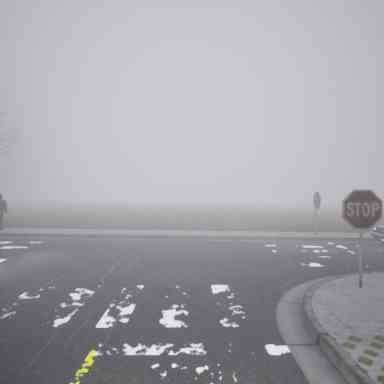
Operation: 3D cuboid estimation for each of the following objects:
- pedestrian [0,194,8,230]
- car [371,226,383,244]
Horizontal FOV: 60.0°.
[{"bbox_3d":[-9.699,0.999,16.883,0.375,1.860,0.375,0,-1,0],"label":"pedestrian"},{"bbox_3d":[10.291,1.756,14.105,4.718,1.301,1.895,1,0,0],"label":"car"}]
